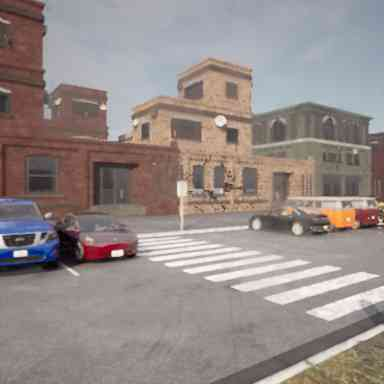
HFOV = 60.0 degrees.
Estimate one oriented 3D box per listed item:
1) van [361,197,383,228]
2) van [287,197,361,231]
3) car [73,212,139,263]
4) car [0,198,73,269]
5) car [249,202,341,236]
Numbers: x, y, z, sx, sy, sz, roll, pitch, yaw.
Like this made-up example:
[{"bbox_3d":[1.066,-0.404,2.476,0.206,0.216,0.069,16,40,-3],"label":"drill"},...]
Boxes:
[{"bbox_3d":[9.833,1.306,22.105,1.878,1.987,4.442,0,0,-35],"label":"van"},{"bbox_3d":[7.563,1.300,20.501,1.878,1.987,4.442,0,0,-35],"label":"van"},{"bbox_3d":[-3.701,1.521,12.359,2.163,1.488,4.792,0,0,-35],"label":"car"},{"bbox_3d":[-5.972,1.233,10.756,2.435,2.045,5.566,0,0,-35],"label":"car"},{"bbox_3d":[5.364,1.521,18.795,2.231,1.521,4.892,0,0,-35],"label":"car"}]
